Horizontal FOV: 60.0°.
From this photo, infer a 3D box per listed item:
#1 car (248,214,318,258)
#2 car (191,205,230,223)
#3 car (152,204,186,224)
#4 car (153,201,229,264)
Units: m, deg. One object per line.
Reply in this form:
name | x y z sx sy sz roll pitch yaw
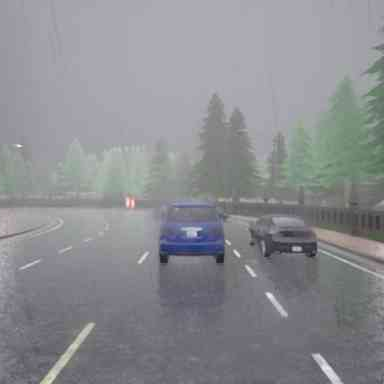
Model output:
car | 3.494 1.651 13.492 1.837 1.490 4.892 0 0 0
car | 1.495 1.913 29.374 1.895 1.301 4.718 0 -1 -18
car | -2.108 1.834 29.092 1.812 1.442 4.674 0 0 -18
car | -0.005 1.360 12.586 2.150 2.045 5.566 0 0 0
